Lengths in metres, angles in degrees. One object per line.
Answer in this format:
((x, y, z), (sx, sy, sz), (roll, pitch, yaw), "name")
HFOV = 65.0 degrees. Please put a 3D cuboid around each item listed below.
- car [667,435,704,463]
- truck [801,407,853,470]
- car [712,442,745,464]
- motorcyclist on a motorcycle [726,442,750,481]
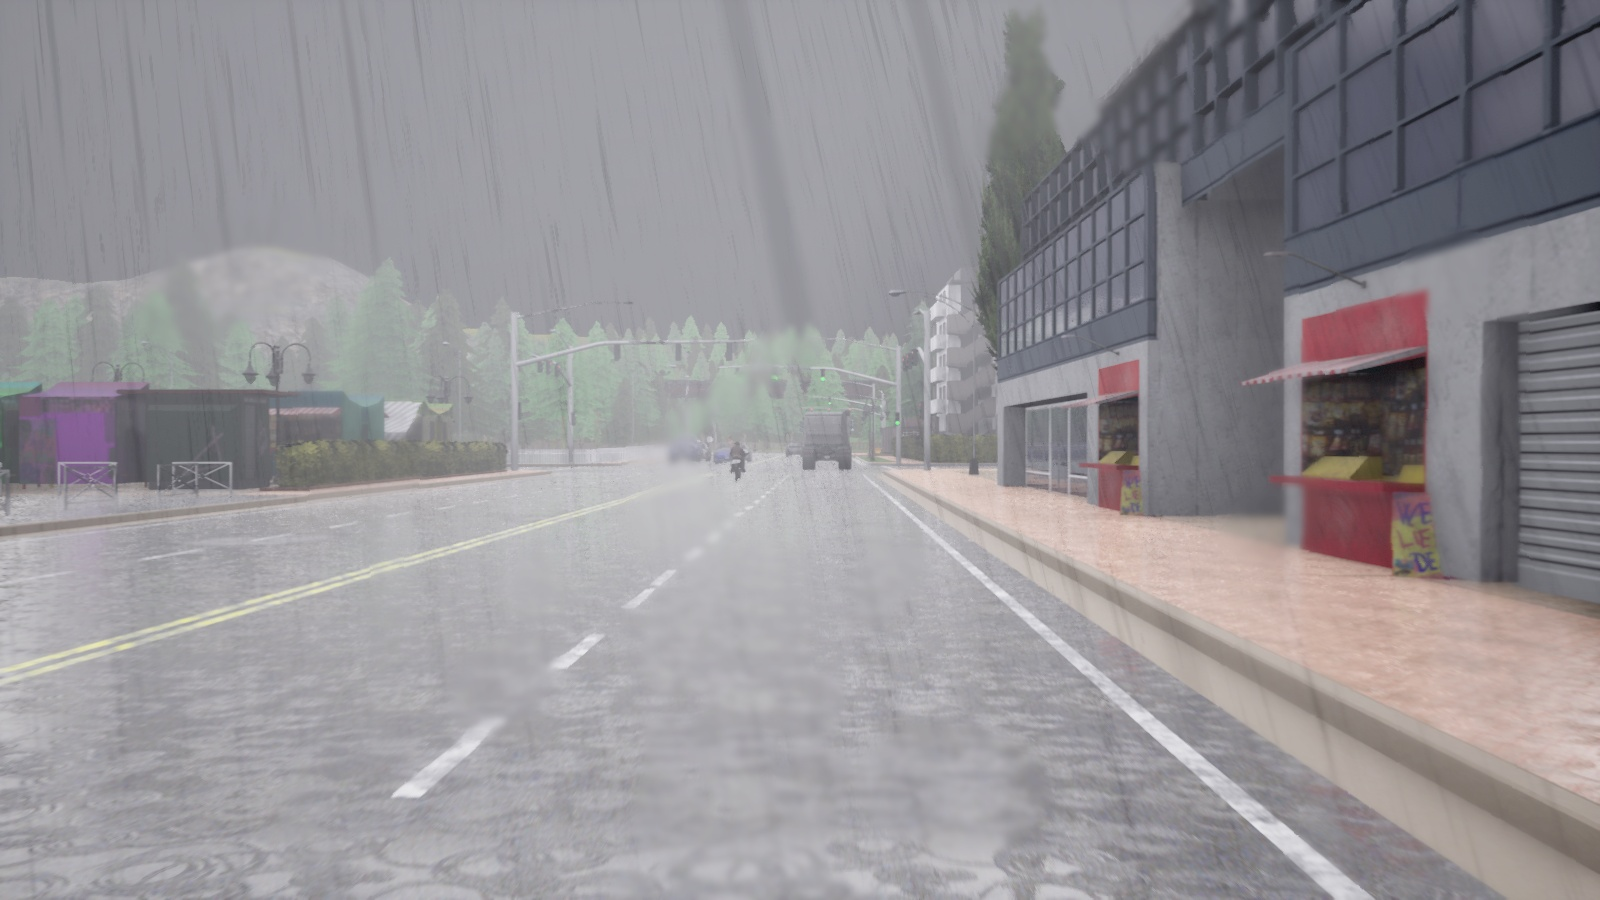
((-8.497, -0.071, 93.932), (2.150, 2.045, 5.566), (0, 0, 1), "car")
((1.564, -0.648, 73.530), (2.891, 3.462, 7.936), (0, 0, 1), "truck")
((-5.078, 0.181, 90.089), (2.007, 1.525, 4.514), (0, 0, 1), "car")
((-2.458, 0.447, 49.637), (0.797, 1.523, 2.044), (0, 0, 1), "motorcyclist on a motorcycle")
